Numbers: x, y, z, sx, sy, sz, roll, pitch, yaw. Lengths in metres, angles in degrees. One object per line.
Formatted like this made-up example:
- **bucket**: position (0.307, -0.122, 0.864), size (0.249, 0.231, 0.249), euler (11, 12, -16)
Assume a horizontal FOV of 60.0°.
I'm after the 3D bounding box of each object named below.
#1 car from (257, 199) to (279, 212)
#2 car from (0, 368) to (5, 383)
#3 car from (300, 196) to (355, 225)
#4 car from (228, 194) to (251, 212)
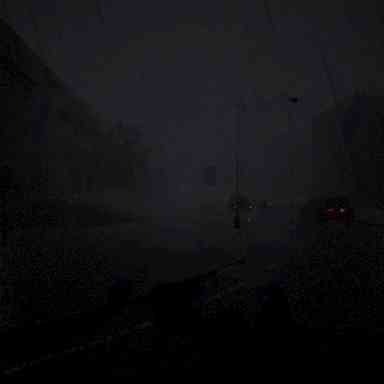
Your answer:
- **car**: position (9.500, 1.628, 41.683), size (2.128, 1.511, 4.902), euler (0, 1, -2)
- **car**: position (-3.642, 1.526, 1.361), size (5.008, 1.535, 1.882), euler (0, 0, -35)
- **car**: position (10.143, 1.354, 25.286), size (2.150, 2.045, 5.566), euler (0, 0, -2)
- **car**: position (5.823, 1.336, 41.320), size (2.150, 2.045, 5.566), euler (0, 1, -2)
